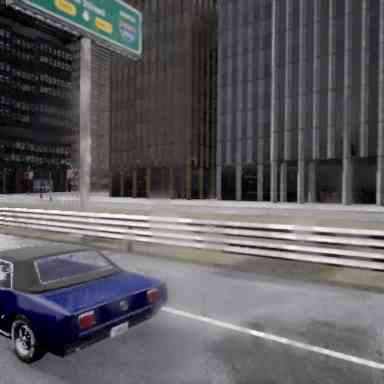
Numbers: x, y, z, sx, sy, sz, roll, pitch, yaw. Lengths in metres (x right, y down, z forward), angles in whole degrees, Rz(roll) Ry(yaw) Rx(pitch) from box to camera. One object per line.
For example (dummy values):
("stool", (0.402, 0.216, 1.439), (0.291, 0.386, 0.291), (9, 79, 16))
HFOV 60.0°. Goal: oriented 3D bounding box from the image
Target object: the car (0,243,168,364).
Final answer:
("car", (-2.794, 1.596, 5.865), (4.718, 1.301, 1.895), (0, 0, 36))
